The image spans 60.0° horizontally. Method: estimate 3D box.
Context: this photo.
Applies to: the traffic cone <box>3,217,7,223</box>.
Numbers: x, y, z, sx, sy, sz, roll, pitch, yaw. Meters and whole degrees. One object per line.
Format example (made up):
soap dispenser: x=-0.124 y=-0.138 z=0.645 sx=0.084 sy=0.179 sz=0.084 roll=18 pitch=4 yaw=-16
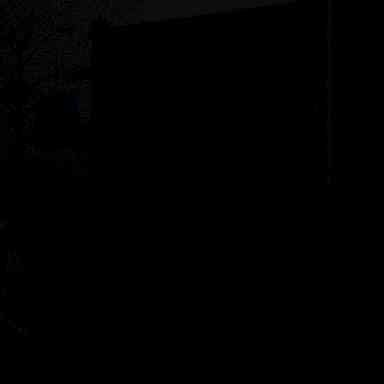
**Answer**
traffic cone: x=-17.697 y=2.609 z=31.421 sx=0.340 sy=0.580 sz=0.340 roll=0 pitch=-1 yaw=-13
